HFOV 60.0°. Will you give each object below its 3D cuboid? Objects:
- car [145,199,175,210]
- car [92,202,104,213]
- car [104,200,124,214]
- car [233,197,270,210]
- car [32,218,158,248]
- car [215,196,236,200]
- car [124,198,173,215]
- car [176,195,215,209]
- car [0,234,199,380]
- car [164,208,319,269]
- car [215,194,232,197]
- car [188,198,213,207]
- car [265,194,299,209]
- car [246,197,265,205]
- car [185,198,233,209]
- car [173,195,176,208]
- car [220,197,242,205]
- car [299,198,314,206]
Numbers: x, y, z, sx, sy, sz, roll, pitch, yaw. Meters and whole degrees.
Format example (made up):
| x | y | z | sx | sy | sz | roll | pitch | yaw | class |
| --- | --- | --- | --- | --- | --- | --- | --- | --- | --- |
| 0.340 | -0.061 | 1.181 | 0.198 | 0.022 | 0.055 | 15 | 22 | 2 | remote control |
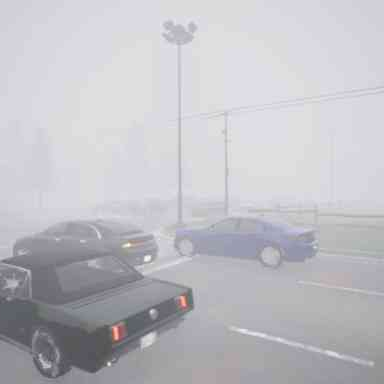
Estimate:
| x | y | z | sx | sy | sz | roll | pitch | yaw | class |
| --- | --- | --- | --- | --- | --- | --- | --- | --- | --- |
| -4.559 | 1.761 | 47.470 | 1.994 | 1.385 | 4.181 | 0 | 0 | 37 | car |
| -9.794 | 1.703 | 40.262 | 1.837 | 1.490 | 4.892 | 0 | 0 | 35 | car |
| -7.204 | 1.680 | 37.864 | 1.837 | 1.490 | 4.892 | 0 | 0 | 36 | car |
| 7.192 | 1.634 | 39.847 | 1.812 | 1.442 | 4.674 | 0 | 0 | 36 | car |
| -3.347 | 1.559 | 10.135 | 4.892 | 1.490 | 1.837 | 0 | -1 | 28 | car |
| 6.104 | 1.699 | 50.222 | 2.033 | 1.411 | 5.357 | 0 | 0 | 36 | car |
| -4.565 | 1.505 | 35.533 | 2.097 | 1.767 | 4.553 | 0 | 0 | 35 | car |
| 0.462 | 1.505 | 42.497 | 2.097 | 1.767 | 4.553 | 0 | 0 | 36 | car |
| -2.399 | 1.633 | 5.523 | 4.718 | 1.301 | 1.895 | 0 | 0 | 34 | car |
| 1.654 | 1.510 | 11.331 | 5.008 | 1.535 | 1.882 | 0 | 0 | 35 | car |
| 4.792 | 1.395 | 54.346 | 2.150 | 2.045 | 5.566 | 0 | 0 | 36 | car |
| 1.438 | 1.722 | 55.653 | 1.812 | 1.442 | 4.674 | 0 | 0 | 36 | car |
| 13.028 | 1.327 | 47.850 | 2.150 | 2.045 | 5.566 | 0 | 0 | 36 | car |
| 12.496 | 1.736 | 64.825 | 1.994 | 1.385 | 4.181 | 0 | 0 | 37 | car |
| 1.759 | 1.614 | 32.361 | 1.837 | 1.490 | 4.892 | 0 | 0 | 36 | car |
| -1.522 | 1.396 | 45.721 | 2.150 | 2.045 | 5.566 | 0 | 0 | 36 | car |
| 7.524 | 1.672 | 63.932 | 1.882 | 1.535 | 5.008 | 0 | 0 | 36 | car |
| 19.073 | 1.670 | 56.083 | 1.994 | 1.385 | 4.181 | 0 | 0 | 37 | car |
